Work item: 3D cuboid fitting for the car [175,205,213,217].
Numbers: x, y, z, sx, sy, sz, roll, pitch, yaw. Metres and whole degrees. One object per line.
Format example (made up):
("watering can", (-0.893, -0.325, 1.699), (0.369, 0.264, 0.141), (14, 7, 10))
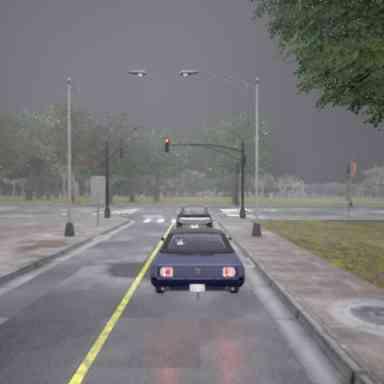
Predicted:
("car", (0.121, 1.462, 17.957), (2.128, 1.511, 4.902), (0, 0, 0))

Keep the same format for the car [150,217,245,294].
("car", (0.110, 1.579, 8.698), (1.895, 1.301, 4.718), (0, 0, 0))
